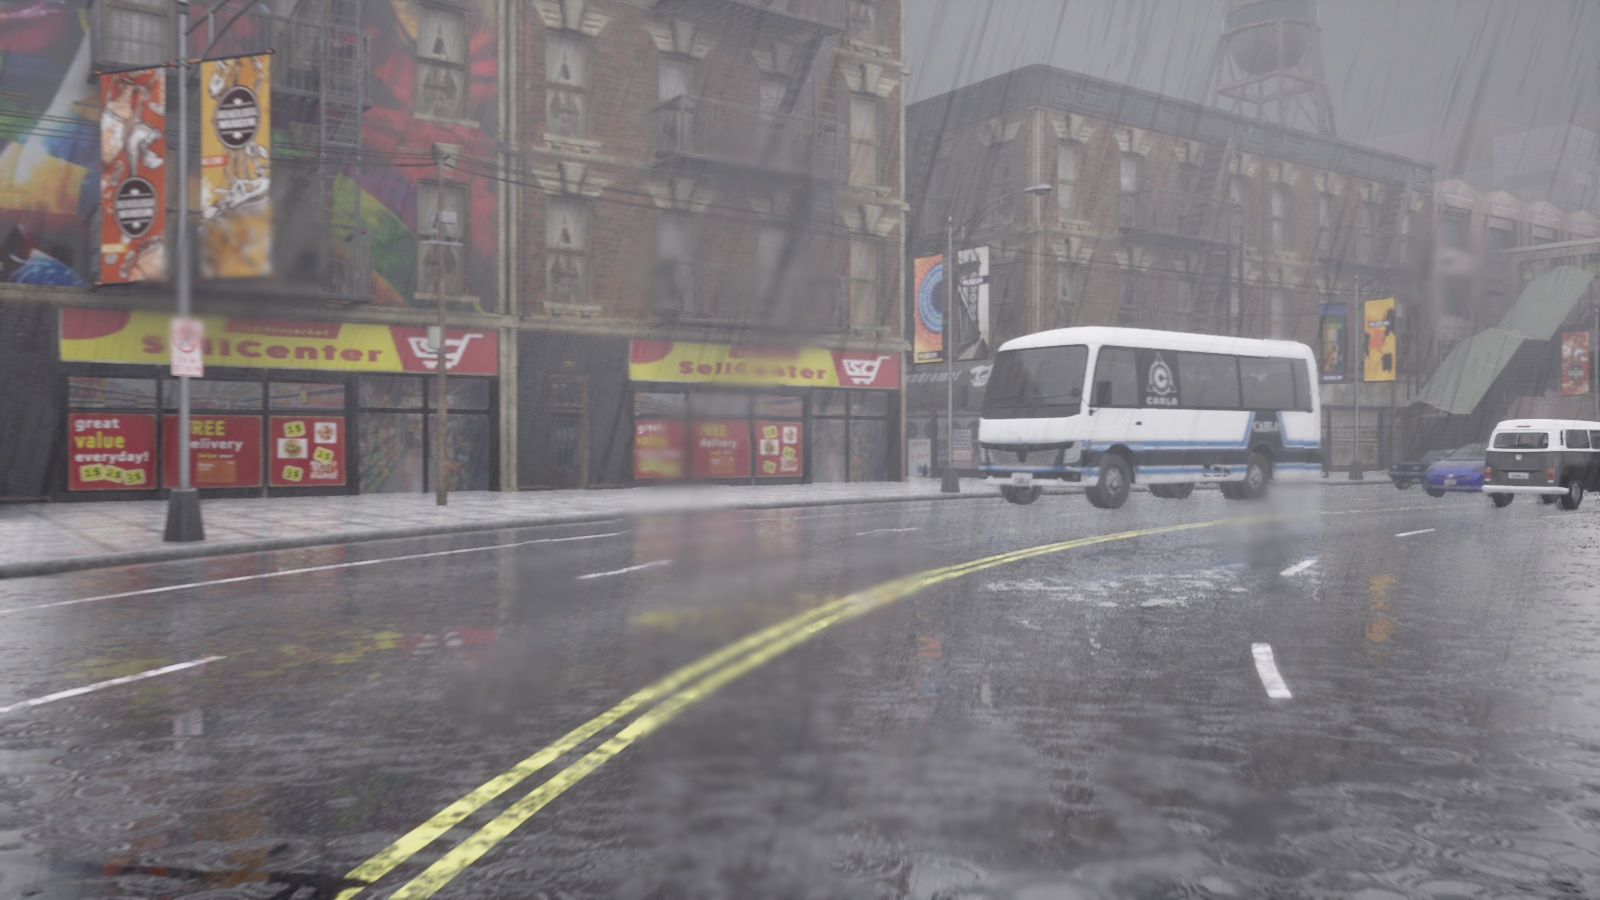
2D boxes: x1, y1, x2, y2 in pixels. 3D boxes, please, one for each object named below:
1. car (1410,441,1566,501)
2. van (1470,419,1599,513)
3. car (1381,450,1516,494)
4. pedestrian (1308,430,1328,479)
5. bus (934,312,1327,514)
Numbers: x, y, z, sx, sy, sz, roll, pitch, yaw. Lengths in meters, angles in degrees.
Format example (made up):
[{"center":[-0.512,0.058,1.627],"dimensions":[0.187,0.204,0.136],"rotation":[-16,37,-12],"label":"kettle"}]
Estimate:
[{"center":[18.931,0.534,34.518],"dimensions":[4.514,1.525,2.007],"rotation":[0,0,-36],"label":"car"},{"center":[17.856,0.337,29.417],"dimensions":[4.480,2.038,2.069],"rotation":[0,0,-36],"label":"van"},{"center":[20.778,0.659,40.168],"dimensions":[4.718,1.301,1.895],"rotation":[0,0,-36],"label":"car"},{"center":[19.702,0.170,47.789],"dimensions":[0.634,1.846,0.331],"rotation":[0,0,-21],"label":"pedestrian"},{"center":[8.439,-0.790,31.113],"dimensions":[10.273,4.253,3.944],"rotation":[0,0,-37],"label":"bus"}]
